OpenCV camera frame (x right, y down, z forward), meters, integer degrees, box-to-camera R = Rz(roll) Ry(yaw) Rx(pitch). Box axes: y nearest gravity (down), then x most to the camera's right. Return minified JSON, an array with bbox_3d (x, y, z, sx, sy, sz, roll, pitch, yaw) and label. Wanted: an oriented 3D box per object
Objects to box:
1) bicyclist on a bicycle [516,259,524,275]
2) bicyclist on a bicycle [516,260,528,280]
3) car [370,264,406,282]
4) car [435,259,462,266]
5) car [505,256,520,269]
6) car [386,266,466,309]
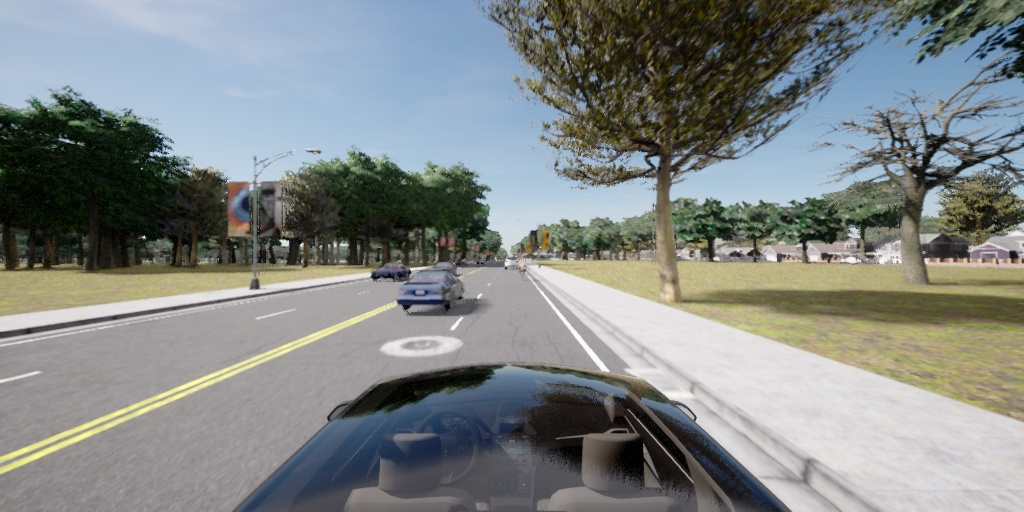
[{"bbox_3d":[0.879,1.191,39.039,0.866,1.612,1.509,0,0,0],"label":"bicyclist on a bicycle"},{"bbox_3d":[0.885,1.186,29.267,0.866,1.612,1.509,0,0,0],"label":"bicyclist on a bicycle"},{"bbox_3d":[-9.844,1.351,29.320,1.895,1.301,4.718,0,0,0],"label":"car"},{"bbox_3d":[-6.593,1.300,35.112,2.033,1.411,5.357,0,0,0],"label":"car"},{"bbox_3d":[0.044,0.988,55.467,2.150,2.045,5.566,0,0,1],"label":"car"},{"bbox_3d":[-3.148,1.295,14.790,2.033,1.411,5.357,0,0,0],"label":"car"}]
